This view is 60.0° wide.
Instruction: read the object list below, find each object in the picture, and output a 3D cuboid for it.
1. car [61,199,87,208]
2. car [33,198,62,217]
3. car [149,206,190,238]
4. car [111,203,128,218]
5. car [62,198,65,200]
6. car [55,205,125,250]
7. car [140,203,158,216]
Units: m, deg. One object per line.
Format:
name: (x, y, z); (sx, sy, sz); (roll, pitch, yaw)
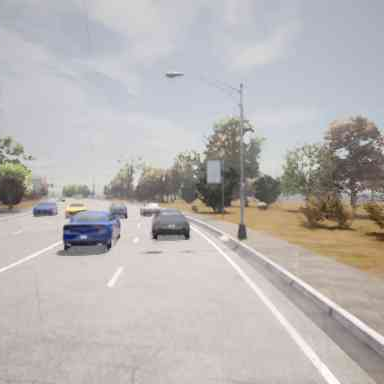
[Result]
car: (-10.933, 1.686, 31.900); (1.882, 1.535, 5.008); (0, -1, -13)
car: (-15.209, 1.706, 34.729); (1.882, 1.535, 5.008); (0, 0, -15)
car: (-1.255, 1.679, 18.557); (1.994, 1.385, 4.181); (0, 0, -7)
car: (-7.362, 1.759, 33.020); (2.033, 1.411, 5.357); (0, 0, -13)
car: (-29.284, 1.903, 74.808); (1.895, 1.301, 4.718); (0, 0, -22)
car: (-4.357, 1.578, 15.057); (1.882, 1.535, 5.008); (0, 0, -6)
car: (-4.586, 1.829, 36.321); (1.895, 1.301, 4.718); (0, 0, -14)
